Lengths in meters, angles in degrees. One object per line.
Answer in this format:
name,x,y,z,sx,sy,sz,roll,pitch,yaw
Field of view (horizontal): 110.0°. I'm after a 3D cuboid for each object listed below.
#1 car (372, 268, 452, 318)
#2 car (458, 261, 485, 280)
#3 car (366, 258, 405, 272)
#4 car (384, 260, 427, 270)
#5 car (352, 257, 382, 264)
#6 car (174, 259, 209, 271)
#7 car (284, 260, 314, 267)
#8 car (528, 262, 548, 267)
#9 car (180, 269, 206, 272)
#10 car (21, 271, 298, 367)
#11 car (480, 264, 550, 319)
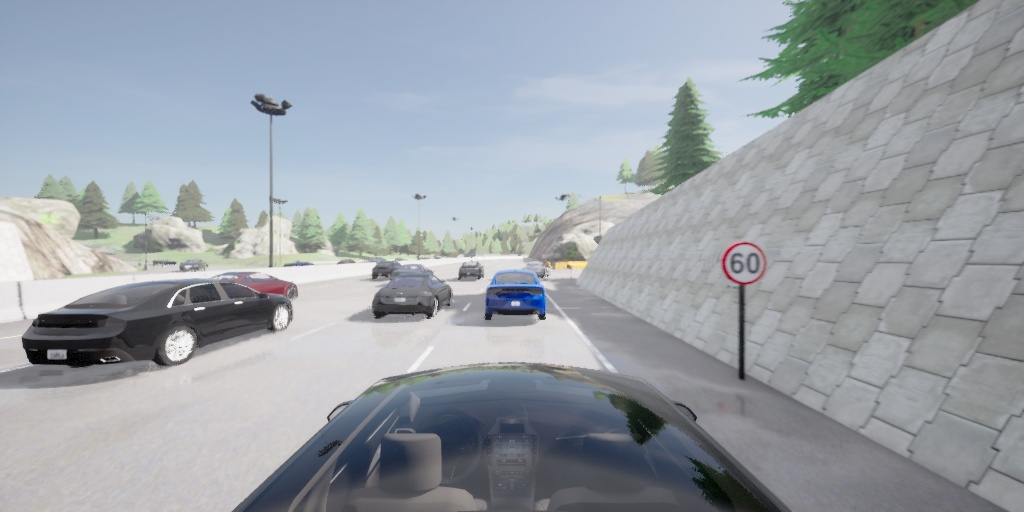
car,-3.396,1.293,12.873,1.994,1.385,4.181,0,0,0
car,-3.390,1.186,30.577,2.128,1.511,4.902,0,0,0
car,-10.390,1.200,30.692,1.837,1.490,4.892,0,0,0
car,-6.892,1.253,25.241,2.033,1.411,5.357,0,0,0
car,-21.045,1.144,52.808,2.128,1.511,4.902,0,0,0
car,-39.374,1.161,44.345,2.128,1.511,4.902,0,0,-30
car,-31.518,1.254,53.027,1.895,1.301,4.718,0,0,1
car,2.142,1.219,31.480,1.812,1.442,4.674,0,0,15
car,-10.395,1.291,14.070,1.994,1.385,4.181,0,0,0
car,-6.898,1.243,7.860,1.837,1.490,4.892,0,0,0
car,0.105,1.207,12.691,1.882,1.535,5.008,0,0,0
